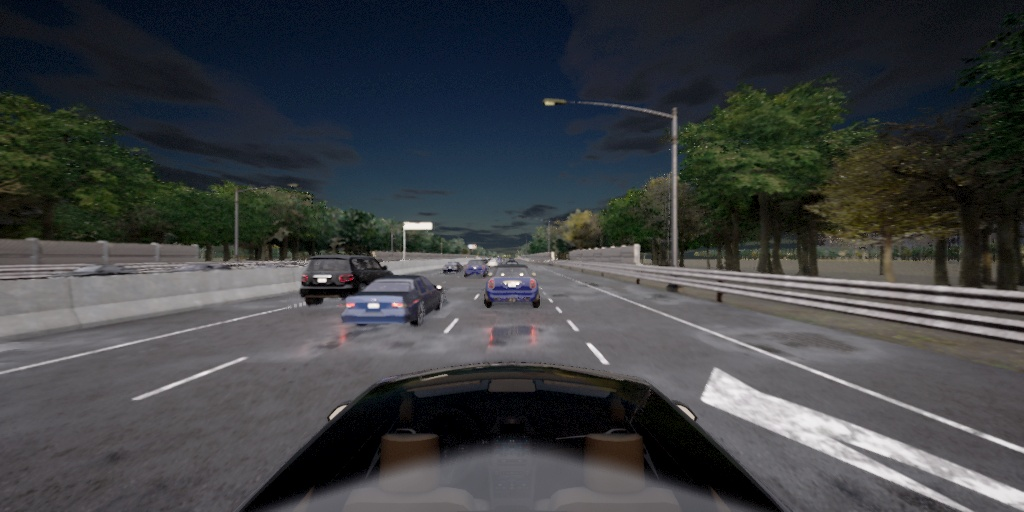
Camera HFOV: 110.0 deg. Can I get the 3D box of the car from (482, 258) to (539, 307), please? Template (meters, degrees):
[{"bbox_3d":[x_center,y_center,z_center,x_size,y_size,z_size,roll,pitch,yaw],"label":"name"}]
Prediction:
[{"bbox_3d":[0.007,1.121,15.737,2.097,1.767,4.553,0,0,0],"label":"car"}]

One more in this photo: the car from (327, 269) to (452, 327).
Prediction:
[{"bbox_3d":[-3.497,1.311,11.560,2.033,1.411,5.357,0,0,0],"label":"car"}]

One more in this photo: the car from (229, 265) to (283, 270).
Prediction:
[{"bbox_3d":[-17.582,1.350,25.880,1.994,1.385,4.181,0,0,0],"label":"car"}]

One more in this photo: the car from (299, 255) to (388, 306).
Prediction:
[{"bbox_3d":[-6.996,0.992,15.896,2.150,2.045,5.566,0,0,0],"label":"car"}]

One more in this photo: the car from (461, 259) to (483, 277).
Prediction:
[{"bbox_3d":[-3.494,1.155,36.150,2.097,1.767,4.553,0,0,0],"label":"car"}]

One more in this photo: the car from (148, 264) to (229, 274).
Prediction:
[{"bbox_3d":[-21.086,1.275,24.327,2.128,1.511,4.902,0,0,0],"label":"car"}]

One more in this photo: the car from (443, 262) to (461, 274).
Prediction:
[{"bbox_3d":[-6.990,1.363,43.019,2.033,1.411,5.357,0,0,0],"label":"car"}]

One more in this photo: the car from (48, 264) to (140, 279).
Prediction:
[{"bbox_3d":[-28.085,1.309,24.335,1.812,1.442,4.674,0,0,0],"label":"car"}]

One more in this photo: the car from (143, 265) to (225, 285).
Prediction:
[{"bbox_3d":[-24.583,1.389,27.195,1.895,1.301,4.718,0,0,0],"label":"car"}]
